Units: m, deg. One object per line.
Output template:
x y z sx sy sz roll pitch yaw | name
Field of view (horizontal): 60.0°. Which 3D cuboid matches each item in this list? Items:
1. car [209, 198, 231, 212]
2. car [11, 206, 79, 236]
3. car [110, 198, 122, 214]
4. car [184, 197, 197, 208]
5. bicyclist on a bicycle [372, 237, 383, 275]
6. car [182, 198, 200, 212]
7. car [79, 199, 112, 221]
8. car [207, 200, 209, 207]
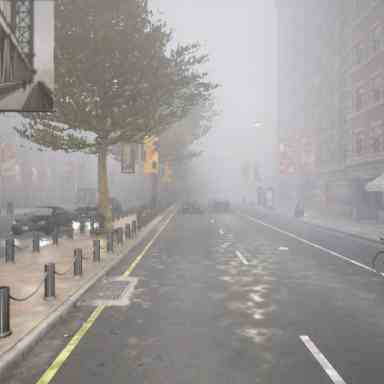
3.315 1.477 38.376 1.882 1.535 5.008 0 0 0 | car
-8.191 1.525 18.665 1.812 1.442 4.674 0 0 0 | car
-8.234 1.352 32.062 2.097 1.767 4.553 0 0 0 | car
-0.188 1.525 48.070 1.812 1.442 4.674 0 0 1 | car
5.690 1.442 9.013 1.656 1.620 0.582 -2 0 0 | bicyclist on a bicycle
-0.116 1.601 38.067 1.895 1.301 4.718 0 0 0 | car
-8.149 1.564 26.929 1.994 1.385 4.181 0 0 0 | car
3.259 1.564 47.363 1.994 1.385 4.181 0 0 0 | car
